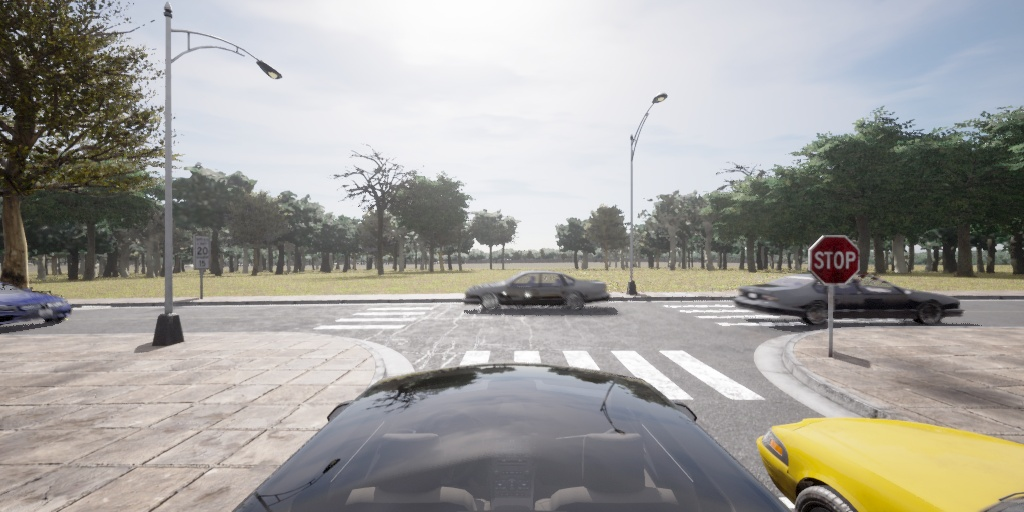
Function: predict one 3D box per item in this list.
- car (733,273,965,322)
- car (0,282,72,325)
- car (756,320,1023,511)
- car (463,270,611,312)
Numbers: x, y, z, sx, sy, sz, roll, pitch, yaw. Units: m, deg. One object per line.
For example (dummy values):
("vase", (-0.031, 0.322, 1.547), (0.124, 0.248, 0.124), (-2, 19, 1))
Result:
("car", (9.564, 1.189, 10.504), (5.357, 1.411, 2.033), (0, 0, 1))
("car", (-16.379, 1.481, 10.832), (4.674, 1.442, 1.812), (-1, 0, 1))
("car", (2.628, 1.275, 0.626), (1.751, 1.417, 4.829), (0, 0, 0))
("car", (0.898, 1.262, 13.564), (5.357, 1.411, 2.033), (-1, 0, 1))
